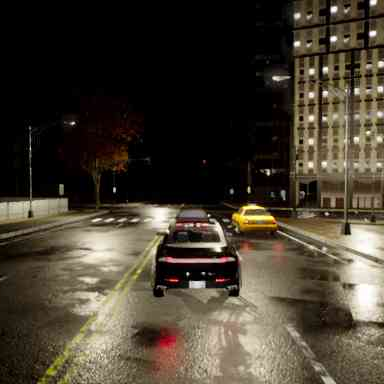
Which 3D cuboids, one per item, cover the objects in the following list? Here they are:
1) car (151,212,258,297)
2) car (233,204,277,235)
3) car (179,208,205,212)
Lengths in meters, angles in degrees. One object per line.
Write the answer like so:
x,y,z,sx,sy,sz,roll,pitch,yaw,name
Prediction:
0.078,1.487,8.526,2.128,1.511,4.902,0,0,0,car
3.322,1.450,18.568,1.801,1.575,5.366,0,0,0,car
0.001,1.541,17.548,2.033,1.411,5.357,0,0,0,car
